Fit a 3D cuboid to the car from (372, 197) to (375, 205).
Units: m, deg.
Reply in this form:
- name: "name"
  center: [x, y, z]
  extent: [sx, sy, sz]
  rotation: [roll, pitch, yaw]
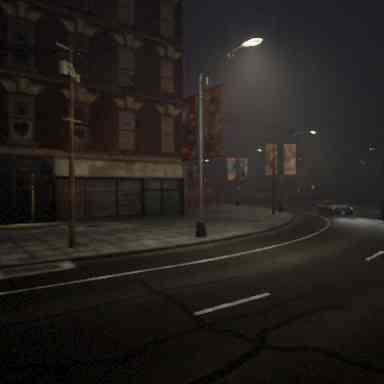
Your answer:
- name: "car"
  center: [26.172, 1.269, 43.365]
  extent: [1.895, 1.301, 4.718]
  rotation: [0, 0, -6]

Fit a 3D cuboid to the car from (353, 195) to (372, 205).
- name: "car"
  center: [24.859, 1.179, 48.943]
  extent: [2.002, 1.452, 4.674]
  rotation: [0, 0, -16]

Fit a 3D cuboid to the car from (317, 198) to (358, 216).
- name: "car"
  center: [12.725, 1.408, 29.680]
  extent: [1.895, 1.301, 4.718]
  rotation: [0, 0, 6]

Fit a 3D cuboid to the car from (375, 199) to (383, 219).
- name: "car"
  center: [14.971, 1.343, 23.911]
  extent: [1.812, 1.442, 4.674]
  rotation: [0, 0, 15]
